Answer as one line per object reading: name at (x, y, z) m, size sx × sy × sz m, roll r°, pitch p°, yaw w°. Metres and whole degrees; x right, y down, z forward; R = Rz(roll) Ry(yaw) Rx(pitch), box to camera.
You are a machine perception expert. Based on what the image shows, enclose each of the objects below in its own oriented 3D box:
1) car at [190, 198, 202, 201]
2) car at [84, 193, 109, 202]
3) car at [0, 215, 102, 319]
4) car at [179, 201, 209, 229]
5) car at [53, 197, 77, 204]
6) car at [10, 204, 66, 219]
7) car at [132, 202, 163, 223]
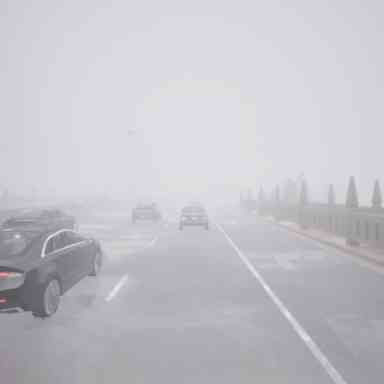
car at (0.493, 1.527, 42.551) m, size 1.812 × 1.442 × 4.674 m, roll 0°, pitch 0°, yaw 4°
car at (-15.717, 1.220, 55.062) m, size 2.150 × 2.045 × 5.566 m, roll 0°, pitch 0°, yaw 11°
car at (-3.398, 1.492, 7.343) m, size 2.128 × 1.511 × 4.902 m, roll 0°, pitch 0°, yaw 0°
car at (0.111, 1.548, 21.332) m, size 2.033 × 1.411 × 5.357 m, roll 0°, pitch 0°, yaw 0°
car at (-19.783, 1.495, 51.930) m, size 2.128 × 1.511 × 4.902 m, roll 0°, pitch 0°, yaw 9°
car at (-6.893, 1.506, 15.562) m, size 1.837 × 1.490 × 4.892 m, roll 0°, pitch 0°, yaw 0°
car at (-3.387, 1.493, 25.490) m, size 2.128 × 1.511 × 4.902 m, roll 0°, pitch 0°, yaw 0°
